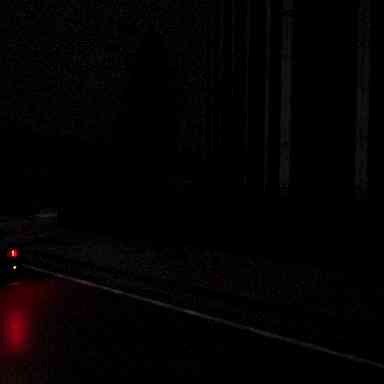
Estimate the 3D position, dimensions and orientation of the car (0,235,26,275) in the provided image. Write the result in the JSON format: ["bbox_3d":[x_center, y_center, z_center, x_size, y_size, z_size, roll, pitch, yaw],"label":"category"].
[{"bbox_3d":[-6.332,1.413,8.507,4.718,1.301,1.895,1,1,35],"label":"car"}]

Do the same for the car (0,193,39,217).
[{"bbox_3d":[-12.749,0.860,22.383,2.097,1.767,4.553,1,1,35],"label":"car"}]
